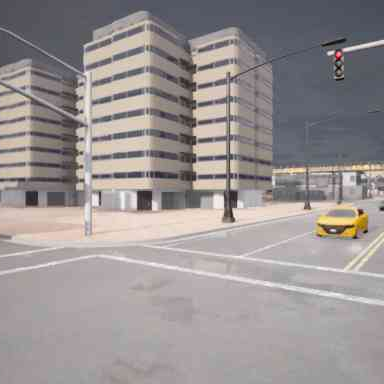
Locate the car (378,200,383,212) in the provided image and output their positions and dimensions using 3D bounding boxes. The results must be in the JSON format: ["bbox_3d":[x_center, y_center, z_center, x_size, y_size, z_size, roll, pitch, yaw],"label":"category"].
[{"bbox_3d":[22.830,1.533,38.405,2.033,1.411,5.357,0,0,35],"label":"car"}]

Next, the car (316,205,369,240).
[{"bbox_3d":[7.962,1.494,17.400,1.882,1.535,5.008,0,0,35],"label":"car"}]
